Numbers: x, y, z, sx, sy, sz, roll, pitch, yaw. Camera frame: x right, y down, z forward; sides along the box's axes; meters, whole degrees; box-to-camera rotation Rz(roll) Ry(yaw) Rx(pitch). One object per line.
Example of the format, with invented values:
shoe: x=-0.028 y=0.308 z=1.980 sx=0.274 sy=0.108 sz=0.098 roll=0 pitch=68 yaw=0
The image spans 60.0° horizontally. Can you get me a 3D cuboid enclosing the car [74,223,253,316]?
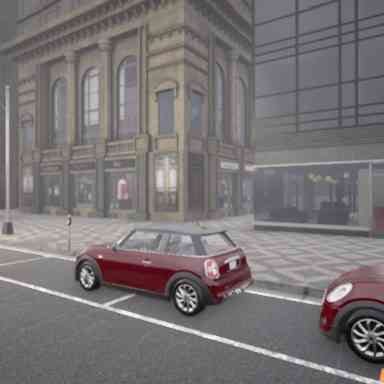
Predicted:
car: x=-0.815 y=1.440 z=7.535 sx=4.097 sy=1.590 sz=1.967 roll=0 pitch=0 yaw=34

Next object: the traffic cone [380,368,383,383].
traffic cone: x=1.901 y=1.955 z=3.149 sx=0.340 sy=0.580 sz=0.340 roll=0 pitch=0 yaw=34

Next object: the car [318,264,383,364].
car: x=3.870 y=1.439 z=4.398 sx=4.097 sy=1.590 sz=1.967 roll=0 pitch=0 yaw=34
